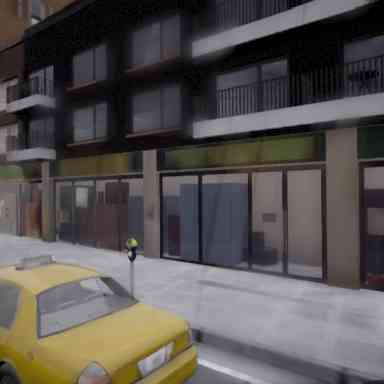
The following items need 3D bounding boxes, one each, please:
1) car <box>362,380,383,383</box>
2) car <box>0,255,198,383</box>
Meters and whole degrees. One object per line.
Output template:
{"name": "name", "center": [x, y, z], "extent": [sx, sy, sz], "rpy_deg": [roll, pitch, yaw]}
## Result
{"name": "car", "center": [2.541, 1.564, 1.043], "extent": [4.313, 1.339, 1.947], "rpy_deg": [0, -1, 36]}
{"name": "car", "center": [-2.216, 1.524, 4.437], "extent": [4.829, 1.417, 1.752], "rpy_deg": [0, -1, 36]}
